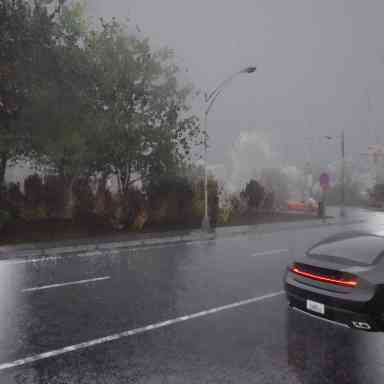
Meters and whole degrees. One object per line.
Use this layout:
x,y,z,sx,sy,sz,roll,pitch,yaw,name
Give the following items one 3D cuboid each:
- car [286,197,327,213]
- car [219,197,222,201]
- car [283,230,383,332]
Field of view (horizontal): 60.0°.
12.533,1.352,36.838,2.097,1.767,4.553,0,0,-32,car
4.527,1.354,69.521,1.994,1.385,4.181,0,1,-33,car
3.858,1.505,6.489,4.892,1.490,1.837,0,0,-35,car
